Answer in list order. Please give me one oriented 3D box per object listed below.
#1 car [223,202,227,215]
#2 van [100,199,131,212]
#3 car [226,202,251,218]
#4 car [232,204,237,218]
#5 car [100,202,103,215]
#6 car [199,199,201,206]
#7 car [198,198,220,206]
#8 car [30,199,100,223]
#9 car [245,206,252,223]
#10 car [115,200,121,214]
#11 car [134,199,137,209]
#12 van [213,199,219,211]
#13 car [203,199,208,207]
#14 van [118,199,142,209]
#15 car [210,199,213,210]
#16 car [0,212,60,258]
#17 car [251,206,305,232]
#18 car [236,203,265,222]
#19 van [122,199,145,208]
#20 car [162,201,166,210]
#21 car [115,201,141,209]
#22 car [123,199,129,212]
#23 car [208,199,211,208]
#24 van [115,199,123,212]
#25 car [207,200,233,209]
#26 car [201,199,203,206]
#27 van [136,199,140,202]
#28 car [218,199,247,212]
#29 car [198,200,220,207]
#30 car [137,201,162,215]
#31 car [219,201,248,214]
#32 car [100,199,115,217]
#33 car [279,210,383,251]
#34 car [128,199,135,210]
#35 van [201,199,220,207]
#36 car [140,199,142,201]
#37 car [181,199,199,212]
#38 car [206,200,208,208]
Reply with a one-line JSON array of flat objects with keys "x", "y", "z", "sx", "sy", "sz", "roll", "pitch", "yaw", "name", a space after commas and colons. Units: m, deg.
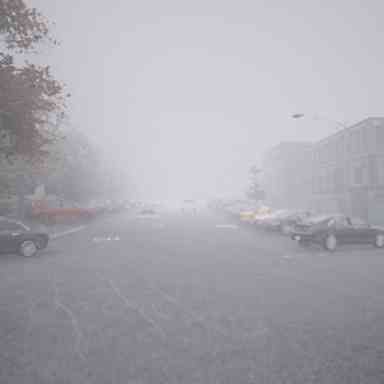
[{"x": 6.218, "y": 2.116, "z": 35.856, "sx": 4.792, "sy": 1.488, "sz": 2.163, "roll": 1, "pitch": -1, "yaw": -22, "name": "car"}, {"x": -12.180, "y": 2.098, "z": 52.963, "sx": 4.442, "sy": 1.987, "sz": 1.878, "roll": 0, "pitch": -1, "yaw": -22, "name": "van"}, {"x": 6.340, "y": 2.044, "z": 32.934, "sx": 4.892, "sy": 1.521, "sz": 2.231, "roll": 1, "pitch": -1, "yaw": -22, "name": "car"}, {"x": 6.416, "y": 2.039, "z": 30.004, "sx": 4.674, "sy": 1.452, "sz": 2.002, "roll": 1, "pitch": -1, "yaw": -22, "name": "car"}, {"x": -11.502, "y": 2.025, "z": 32.391, "sx": 4.792, "sy": 1.488, "sz": 2.163, "roll": 0, "pitch": -1, "yaw": -22, "name": "car"}, {"x": 5.149, "y": 2.875, "z": 79.912, "sx": 5.366, "sy": 1.575, "sz": 1.946, "roll": 1, "pitch": -2, "yaw": -22, "name": "car"}, {"x": 4.593, "y": 2.862, "z": 91.570, "sx": 5.566, "sy": 2.045, "sz": 2.435, "roll": 2, "pitch": -2, "yaw": -22, "name": "car"}, {"x": -11.369, "y": 1.699, "z": 29.481, "sx": 5.566, "sy": 2.045, "sz": 2.435, "roll": 0, "pitch": -1, "yaw": -22, "name": "car"}, {"x": 6.586, "y": 1.950, "z": 24.139, "sx": 4.674, "sy": 1.452, "sz": 2.002, "roll": 1, "pitch": -1, "yaw": -22, "name": "car"}, {"x": -11.758, "y": 2.160, "z": 41.222, "sx": 4.792, "sy": 1.488, "sz": 2.163, "roll": 0, "pitch": -1, "yaw": -22, "name": "car"}, {"x": -12.151, "y": 2.413, "z": 55.943, "sx": 4.674, "sy": 1.452, "sz": 2.002, "roll": 0, "pitch": -1, "yaw": -22, "name": "car"}, {"x": 5.804, "y": 2.042, "z": 47.555, "sx": 4.442, "sy": 1.987, "sz": 1.878, "roll": 1, "pitch": -1, "yaw": -22, "name": "van"}, {"x": 5.512, "y": 2.276, "z": 62.276, "sx": 5.566, "sy": 2.045, "sz": 2.435, "roll": 1, "pitch": -1, "yaw": -22, "name": "car"}, {"x": -12.604, "y": 2.369, "z": 67.674, "sx": 4.442, "sy": 1.987, "sz": 1.878, "roll": 0, "pitch": -1, "yaw": -22, "name": "van"}, {"x": 5.816, "y": 2.319, "z": 50.531, "sx": 5.008, "sy": 1.535, "sz": 2.097, "roll": 1, "pitch": -1, "yaw": -22, "name": "car"}, {"x": -7.600, "y": 1.672, "z": 11.789, "sx": 1.837, "sy": 1.490, "sz": 4.892, "roll": 3, "pitch": 0, "yaw": 39, "name": "car"}, {"x": 6.676, "y": 1.866, "z": 21.208, "sx": 4.892, "sy": 1.521, "sz": 2.231, "roll": 1, "pitch": -1, "yaw": -22, "name": "car"}, {"x": 6.669, "y": 1.955, "z": 27.146, "sx": 5.366, "sy": 1.575, "sz": 1.946, "roll": 1, "pitch": -1, "yaw": -22, "name": "car"}, {"x": -12.475, "y": 2.426, "z": 70.711, "sx": 4.442, "sy": 1.987, "sz": 1.878, "roll": 0, "pitch": -1, "yaw": -22, "name": "van"}, {"x": -5.852, "y": 2.292, "z": 59.328, "sx": 1.812, "sy": 1.442, "sz": 4.674, "roll": 0, "pitch": -1, "yaw": -2, "name": "car"}, {"x": -12.415, "y": 2.577, "z": 64.777, "sx": 4.674, "sy": 1.452, "sz": 2.002, "roll": 0, "pitch": -1, "yaw": -22, "name": "car"}, {"x": -11.893, "y": 2.224, "z": 47.119, "sx": 4.892, "sy": 1.521, "sz": 2.231, "roll": 0, "pitch": -1, "yaw": -22, "name": "car"}, {"x": 5.625, "y": 2.293, "z": 56.388, "sx": 4.553, "sy": 1.767, "sz": 2.185, "roll": 1, "pitch": -1, "yaw": -22, "name": "car"}, {"x": -11.922, "y": 1.951, "z": 44.132, "sx": 4.442, "sy": 1.987, "sz": 1.878, "roll": 0, "pitch": -1, "yaw": -22, "name": "van"}, {"x": 5.434, "y": 2.456, "z": 65.195, "sx": 4.553, "sy": 1.767, "sz": 2.185, "roll": 1, "pitch": -1, "yaw": -22, "name": "car"}, {"x": 5.317, "y": 2.756, "z": 74.054, "sx": 5.366, "sy": 1.575, "sz": 1.946, "roll": 1, "pitch": -2, "yaw": -22, "name": "car"}, {"x": -12.137, "y": 2.201, "z": 58.942, "sx": 4.442, "sy": 1.987, "sz": 1.878, "roll": 0, "pitch": -1, "yaw": -22, "name": "van"}, {"x": 6.108, "y": 2.053, "z": 41.744, "sx": 4.553, "sy": 1.767, "sz": 2.185, "roll": 1, "pitch": -1, "yaw": -22, "name": "car"}, {"x": 4.537, "y": 3.045, "z": 88.571, "sx": 5.366, "sy": 1.575, "sz": 1.946, "roll": 1, "pitch": -1, "yaw": -22, "name": "car"}, {"x": -5.442, "y": 2.233, "z": 42.948, "sx": 2.033, "sy": 1.411, "sz": 5.357, "roll": 0, "pitch": -1, "yaw": -1, "name": "car"}, {"x": 6.167, "y": 2.133, "z": 38.803, "sx": 4.892, "sy": 1.521, "sz": 2.231, "roll": 1, "pitch": -1, "yaw": -22, "name": "car"}, {"x": -11.620, "y": 1.959, "z": 38.304, "sx": 4.553, "sy": 1.767, "sz": 2.185, "roll": 0, "pitch": -1, "yaw": -22, "name": "car"}, {"x": 6.835, "y": 1.777, "z": 15.347, "sx": 4.892, "sy": 1.521, "sz": 2.231, "roll": 1, "pitch": -1, "yaw": -22, "name": "car"}, {"x": -11.814, "y": 2.269, "z": 50.133, "sx": 5.366, "sy": 1.575, "sz": 1.946, "roll": 0, "pitch": -1, "yaw": -22, "name": "car"}, {"x": 4.696, "y": 2.764, "z": 85.664, "sx": 4.442, "sy": 1.987, "sz": 1.878, "roll": 1, "pitch": -1, "yaw": -22, "name": "van"}, {"x": -12.328, "y": 2.522, "z": 61.834, "sx": 4.674, "sy": 1.452, "sz": 2.002, "roll": 0, "pitch": -1, "yaw": -22, "name": "car"}, {"x": -0.533, "y": 2.063, "z": 51.811, "sx": 2.150, "sy": 2.045, "sz": 5.566, "roll": 0, "pitch": -1, "yaw": -2, "name": "car"}, {"x": 5.570, "y": 2.513, "z": 59.323, "sx": 4.674, "sy": 1.452, "sz": 2.002, "roll": 1, "pitch": -1, "yaw": -22, "name": "car"}]
